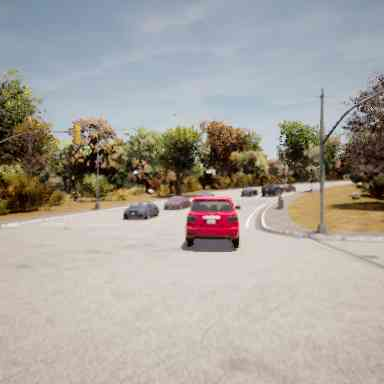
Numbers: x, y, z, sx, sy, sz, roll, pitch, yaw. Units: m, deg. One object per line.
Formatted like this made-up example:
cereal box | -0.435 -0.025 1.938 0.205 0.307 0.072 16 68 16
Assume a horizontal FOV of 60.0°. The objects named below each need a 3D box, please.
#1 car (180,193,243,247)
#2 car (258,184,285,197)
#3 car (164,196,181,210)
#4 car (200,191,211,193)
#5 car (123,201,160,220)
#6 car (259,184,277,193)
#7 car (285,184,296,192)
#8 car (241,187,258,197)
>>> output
car | 1.044 1.205 15.187 2.150 2.045 5.566 0 0 7
car | 13.149 -0.381 54.861 2.150 2.045 5.566 0 4 29
car | -1.622 1.147 37.290 1.812 1.442 4.674 0 2 17
car | 1.760 0.665 46.918 1.812 1.442 4.674 0 3 22
car | -4.113 1.458 27.592 1.994 1.385 4.181 0 1 13
car | 14.846 -0.687 64.764 1.812 1.442 4.674 0 4 34
car | 18.507 -0.770 63.988 1.812 1.442 4.674 0 4 34
car | 9.753 -0.076 55.917 2.128 1.511 4.902 0 4 29
